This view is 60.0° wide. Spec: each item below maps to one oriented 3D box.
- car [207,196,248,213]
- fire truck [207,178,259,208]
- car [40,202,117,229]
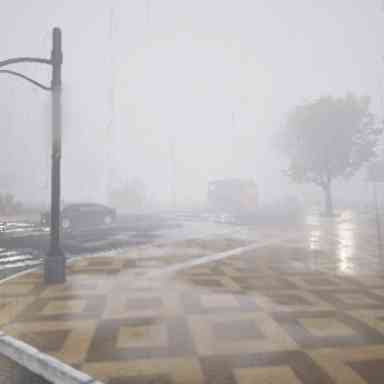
[{"bbox_3d":[3.832,1.445,35.685,1.812,1.442,4.674,1,1,38],"label":"car"},{"bbox_3d":[5.415,0.196,42.788,2.891,3.827,8.468,1,1,38],"label":"fire truck"},{"bbox_3d":[-7.241,1.416,21.615,1.882,1.535,5.008,1,1,38],"label":"car"}]
